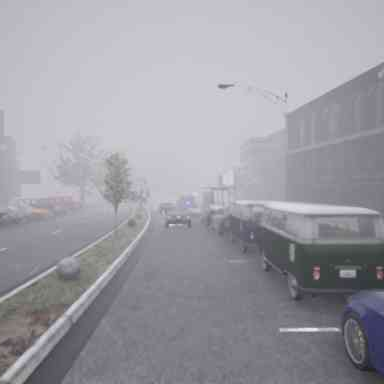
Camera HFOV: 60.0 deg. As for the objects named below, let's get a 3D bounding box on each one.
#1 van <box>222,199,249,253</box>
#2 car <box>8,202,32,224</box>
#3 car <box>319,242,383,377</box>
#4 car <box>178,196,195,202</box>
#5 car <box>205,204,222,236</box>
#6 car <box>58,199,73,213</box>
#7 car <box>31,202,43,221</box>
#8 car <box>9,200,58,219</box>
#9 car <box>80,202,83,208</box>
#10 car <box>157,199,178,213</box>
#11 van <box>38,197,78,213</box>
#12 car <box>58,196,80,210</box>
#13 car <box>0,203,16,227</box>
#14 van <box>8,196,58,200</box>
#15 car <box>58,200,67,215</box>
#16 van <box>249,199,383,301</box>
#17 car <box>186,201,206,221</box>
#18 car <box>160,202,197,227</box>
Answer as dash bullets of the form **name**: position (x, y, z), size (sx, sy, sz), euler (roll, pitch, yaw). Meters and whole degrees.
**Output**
- **van**: position (2.616, 1.307, 13.916), size (1.878, 1.987, 4.442), euler (0, 0, -2)
- **car**: position (-14.805, 1.722, 24.344), size (4.792, 1.488, 2.163), euler (0, -1, -6)
- **car**: position (2.980, 1.517, 2.712), size (2.002, 1.452, 4.674), euler (0, 0, -1)
- **car**: position (-0.833, 1.522, 44.671), size (2.150, 2.045, 5.566), euler (0, -1, -8)
- **car**: position (2.272, 1.615, 19.363), size (2.163, 1.488, 4.792), euler (0, -1, -4)
- **car**: position (-16.539, 1.831, 37.754), size (4.792, 1.488, 2.163), euler (0, 0, -8)
- **car**: position (-15.132, 1.759, 27.055), size (4.674, 1.452, 2.002), euler (0, -1, -6)
- **car**: position (-15.269, 1.739, 29.788), size (5.366, 1.575, 1.946), euler (0, 0, -7)
- **car**: position (-17.940, 1.716, 45.864), size (4.553, 1.767, 2.185), euler (0, 0, -9)
- **car**: position (-3.259, 1.804, 41.788), size (1.837, 1.490, 4.892), euler (0, 0, -8)
- **van**: position (-17.343, 1.604, 43.169), size (4.442, 1.987, 1.878), euler (0, 0, -9)
- **car**: position (-17.032, 1.567, 40.438), size (5.566, 2.045, 2.435), euler (0, 0, -9)
- **car**: position (-14.595, 1.695, 21.623), size (4.792, 1.488, 2.163), euler (0, -1, -5)
- **van**: position (-15.921, 1.539, 32.461), size (4.442, 1.987, 1.878), euler (0, 0, -8)
- **car**: position (-16.177, 1.825, 35.163), size (4.674, 1.452, 2.002), euler (0, 0, -8)
- **van**: position (2.866, 1.268, 8.383), size (1.878, 1.987, 4.442), euler (0, 0, -1)
- **car**: position (0.799, 1.825, 33.058), size (1.895, 1.301, 4.718), euler (0, 0, -7)
- **car**: position (-1.085, 1.706, 24.053), size (2.033, 1.411, 5.357), euler (0, -1, -5)
